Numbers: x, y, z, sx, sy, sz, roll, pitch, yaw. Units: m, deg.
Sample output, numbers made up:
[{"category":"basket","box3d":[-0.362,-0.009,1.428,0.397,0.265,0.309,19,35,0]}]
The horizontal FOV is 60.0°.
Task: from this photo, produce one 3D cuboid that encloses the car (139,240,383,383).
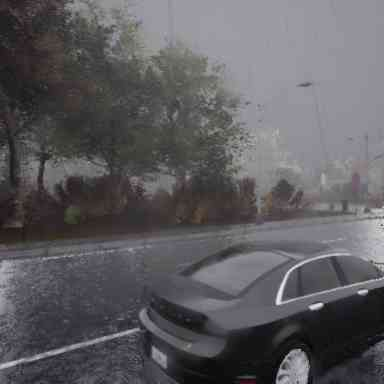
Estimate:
[{"category":"car","box3d":[1.633,1.479,4.910,4.892,1.490,1.837,0,0,-35]}]
